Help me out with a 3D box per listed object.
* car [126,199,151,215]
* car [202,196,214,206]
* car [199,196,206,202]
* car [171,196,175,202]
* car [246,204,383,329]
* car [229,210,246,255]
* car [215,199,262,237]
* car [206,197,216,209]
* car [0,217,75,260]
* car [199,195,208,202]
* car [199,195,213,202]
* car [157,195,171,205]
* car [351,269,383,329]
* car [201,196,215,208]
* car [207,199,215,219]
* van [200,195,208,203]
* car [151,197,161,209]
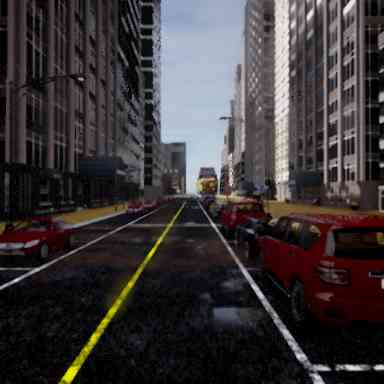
[{"bbox_3d":[-5.696,1.644,34.570,1.802,1.307,4.206,0,0,0],"label":"car"},{"bbox_3d":[2.679,1.542,56.729,1.967,1.590,4.097,0,0,0],"label":"car"},{"bbox_3d":[2.671,1.675,84.595,1.752,1.417,4.829,0,0,0],"label":"car"},{"bbox_3d":[-5.708,1.683,78.884,1.887,1.381,4.507,0,0,0],"label":"car"},{"bbox_3d":[2.693,1.328,6.877,2.192,1.841,5.009,0,0,0],"label":"car"},{"bbox_3d":[2.691,1.589,12.415,1.947,1.339,4.313,0,0,0],"label":"car"},{"bbox_3d":[2.690,1.348,17.955,2.192,1.841,5.009,0,0,0],"label":"car"},{"bbox_3d":[2.685,1.589,34.742,1.752,1.417,4.829,0,0,0],"label":"car"},{"bbox_3d":[-5.690,1.605,12.412,1.802,1.307,4.206,0,0,0],"label":"car"},{"bbox_3d":[2.673,1.580,78.887,1.967,1.590,4.097,0,0,0],"label":"car"},{"bbox_3d":[2.681,1.408,51.190,2.192,1.841,5.009,0,0,0],"label":"car"},{"bbox_3d":[-5.702,1.426,62.266,2.192,1.841,5.009,0,0,0],"label":"car"},{"bbox_3d":[2.693,1.548,1.336,1.887,1.381,4.507,0,0,0],"label":"car"},{"bbox_3d":[2.682,1.649,45.651,1.947,1.339,4.313,0,0,0],"label":"car"},{"bbox_3d":[2.686,1.604,29.033,2.008,1.369,4.403,0,0,0],"label":"car"},{"bbox_3d":[2.675,1.471,73.347,1.690,1.788,3.998,0,0,0],"label":"van"},{"bbox_3d":[-5.699,1.664,45.648,1.802,1.307,4.206,0,0,0],"label":"car"}]
